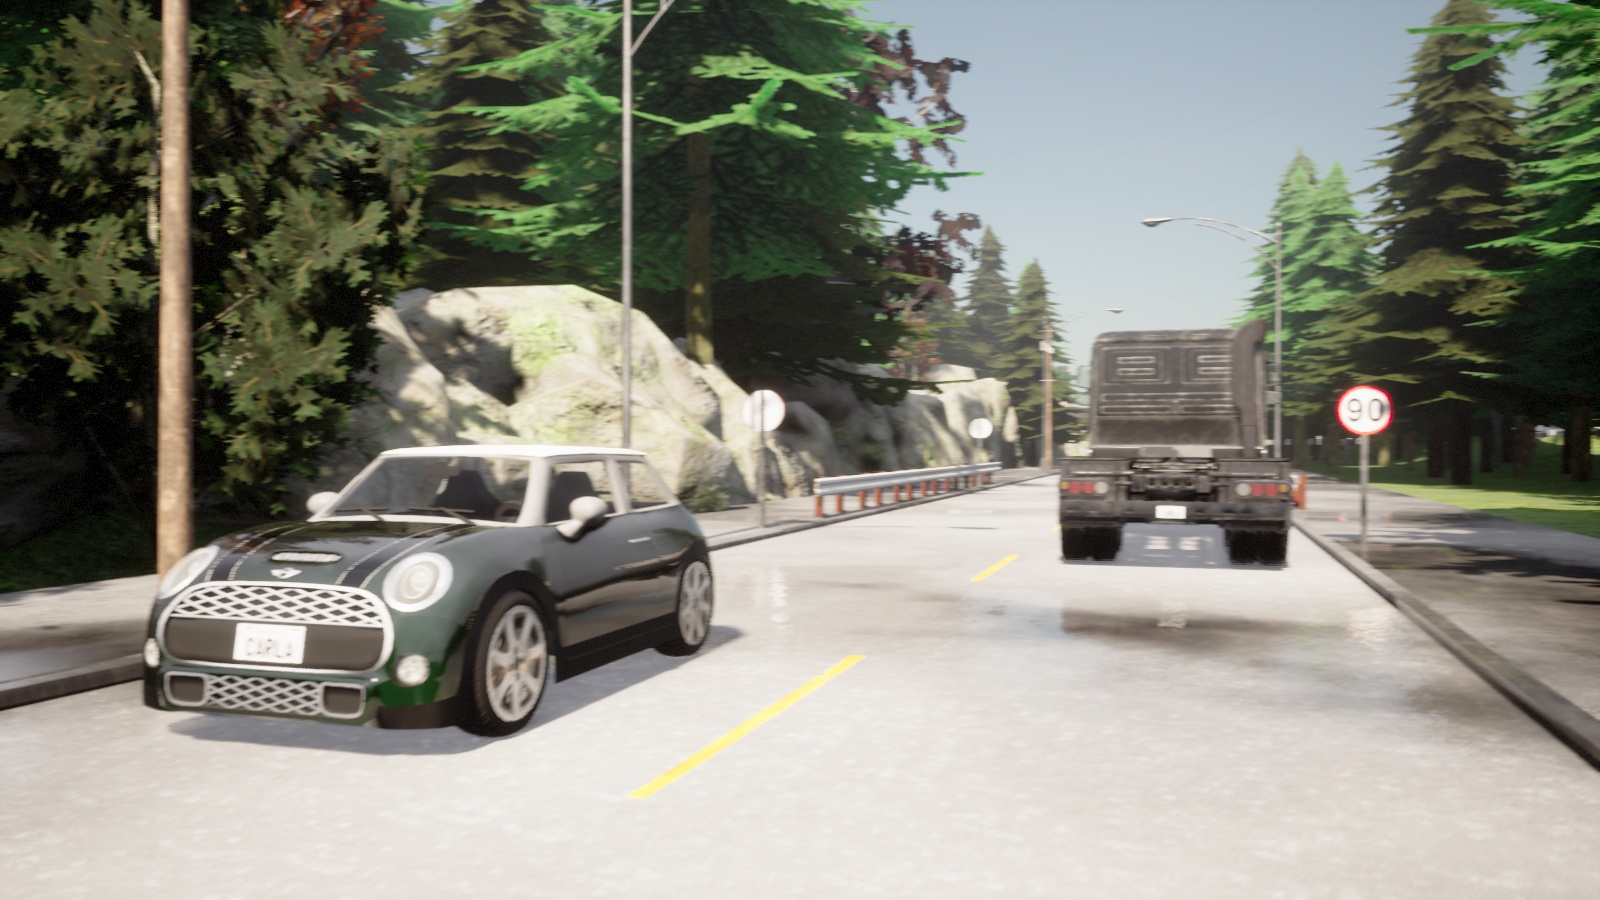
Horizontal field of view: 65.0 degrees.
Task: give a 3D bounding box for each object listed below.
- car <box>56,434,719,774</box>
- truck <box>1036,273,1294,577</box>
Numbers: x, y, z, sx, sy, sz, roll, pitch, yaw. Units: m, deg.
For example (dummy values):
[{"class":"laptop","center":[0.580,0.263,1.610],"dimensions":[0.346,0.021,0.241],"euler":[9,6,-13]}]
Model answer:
[{"class":"car","center":[-2.079,0.660,7.564],"dimensions":[1.970,1.475,3.806],"euler":[0,0,17]},{"class":"truck","center":[5.374,-0.311,18.519],"dimensions":[2.891,3.462,7.936],"euler":[0,0,17]}]
